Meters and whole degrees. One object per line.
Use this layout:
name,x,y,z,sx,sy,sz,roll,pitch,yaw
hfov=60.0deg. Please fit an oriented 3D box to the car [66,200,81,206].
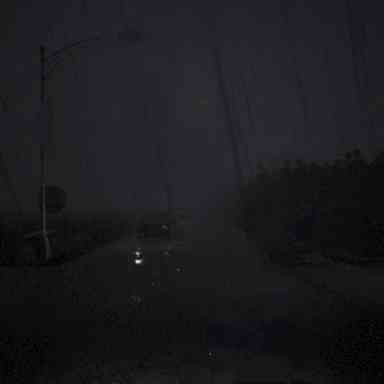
car,-32.022,3.059,88.653,4.611,1.667,2.242,-1,-1,3

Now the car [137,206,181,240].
car,-1.989,1.884,19.965,1.882,1.535,5.008,-1,-1,3

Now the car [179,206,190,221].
car,-1.217,2.147,33.688,1.812,1.442,4.674,-1,-1,3
